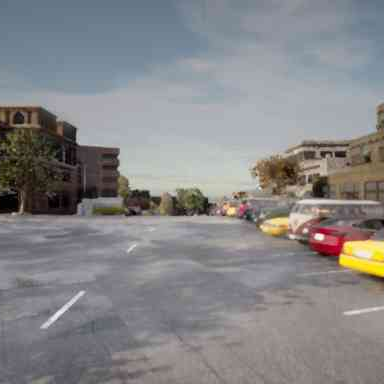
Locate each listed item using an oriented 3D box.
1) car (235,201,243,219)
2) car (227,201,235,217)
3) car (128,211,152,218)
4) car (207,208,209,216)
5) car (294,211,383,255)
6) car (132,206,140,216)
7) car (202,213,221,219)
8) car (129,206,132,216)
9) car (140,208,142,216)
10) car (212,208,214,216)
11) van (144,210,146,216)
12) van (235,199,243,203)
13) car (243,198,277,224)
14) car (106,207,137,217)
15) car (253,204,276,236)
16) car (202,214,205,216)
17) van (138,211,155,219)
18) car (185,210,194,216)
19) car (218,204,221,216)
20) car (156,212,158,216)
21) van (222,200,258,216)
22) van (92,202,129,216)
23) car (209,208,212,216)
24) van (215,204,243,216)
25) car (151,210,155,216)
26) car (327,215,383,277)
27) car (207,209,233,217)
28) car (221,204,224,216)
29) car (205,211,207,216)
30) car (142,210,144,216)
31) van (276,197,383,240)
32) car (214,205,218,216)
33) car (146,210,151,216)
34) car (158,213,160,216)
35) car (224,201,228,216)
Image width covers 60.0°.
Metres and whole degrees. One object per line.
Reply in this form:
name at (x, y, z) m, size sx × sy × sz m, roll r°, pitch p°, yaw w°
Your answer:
car at (6.370, 1.695, 26.580) m, size 4.892 × 1.521 × 2.231 m, roll 1°, pitch -2°, yaw -20°
car at (6.353, 1.862, 32.423) m, size 4.892 × 1.521 × 2.231 m, roll 2°, pitch -2°, yaw -20°
car at (-12.250, 5.317, 78.891) m, size 5.366 × 1.575 × 1.946 m, roll 1°, pitch -5°, yaw -21°
car at (5.961, 3.864, 64.588) m, size 4.553 × 1.767 × 2.185 m, roll 3°, pitch -5°, yaw -21°
car at (6.445, 1.585, 11.919) m, size 4.792 × 1.488 × 2.163 m, roll 1°, pitch -1°, yaw -20°
car at (-11.635, 2.785, 52.161) m, size 5.566 × 2.045 × 2.435 m, roll 1°, pitch -5°, yaw -21°
car at (5.413, 6.740, 93.789) m, size 5.008 × 1.535 × 2.097 m, roll 3°, pitch -7°, yaw -21°
car at (-11.650, 2.684, 49.139) m, size 4.553 × 1.767 × 2.185 m, roll 1°, pitch -4°, yaw -21°
car at (-11.725, 3.538, 58.088) m, size 4.674 × 1.452 × 2.002 m, roll 1°, pitch -5°, yaw -21°
car at (6.157, 3.097, 52.882) m, size 4.674 × 1.452 × 2.002 m, roll 2°, pitch -5°, yaw -21°
van at (-11.712, 3.765, 64.123) m, size 4.442 × 1.987 × 1.878 m, roll 1°, pitch -5°, yaw -21°
van at (6.475, 1.545, 29.549) m, size 4.442 × 1.987 × 1.878 m, roll 2°, pitch -2°, yaw -20°
car at (6.381, 1.357, 20.704) m, size 5.566 × 2.045 × 2.435 m, roll 1°, pitch -1°, yaw -20°
car at (-11.717, 3.292, 55.093) m, size 4.792 × 1.488 × 2.163 m, roll 1°, pitch -5°, yaw -21°
car at (6.237, 1.584, 17.711) m, size 5.366 × 1.575 × 1.946 m, roll 1°, pitch 0°, yaw -20°
car at (5.873, 4.507, 73.389) m, size 5.566 × 2.045 × 2.435 m, roll 3°, pitch -6°, yaw -21°
van at (-12.441, 6.275, 90.847) m, size 4.442 × 1.987 × 1.878 m, roll 1°, pitch -6°, yaw -21°
car at (-0.583, 4.852, 73.879) m, size 2.128 × 1.511 × 4.902 m, roll 0°, pitch -5°, yaw -1°
car at (6.286, 2.260, 41.190) m, size 5.008 × 1.535 × 2.097 m, roll 2°, pitch -4°, yaw -20°
car at (-12.226, 5.650, 84.925) m, size 5.566 × 2.045 × 2.435 m, roll 1°, pitch -6°, yaw -21°
van at (6.363, 2.213, 44.170) m, size 4.442 × 1.987 × 1.878 m, roll 2°, pitch -4°, yaw -20°
van at (-11.475, 2.373, 46.213) m, size 4.442 × 1.987 × 1.878 m, roll 1°, pitch -4°, yaw -21°
car at (6.083, 3.512, 58.737) m, size 5.008 × 1.535 × 2.097 m, roll 2°, pitch -5°, yaw -21°
van at (6.226, 3.061, 55.871) m, size 4.442 × 1.987 × 1.878 m, roll 2°, pitch -5°, yaw -21°
car at (-11.849, 5.044, 76.046) m, size 5.366 × 1.575 × 1.946 m, roll 1°, pitch -6°, yaw -21°
car at (6.595, 1.537, 9.036) m, size 5.366 × 1.575 × 1.946 m, roll 1°, pitch -1°, yaw -20°
car at (5.890, 4.494, 70.432) m, size 4.892 × 1.521 × 2.231 m, roll 3°, pitch -6°, yaw -21°
car at (6.310, 2.107, 38.266) m, size 4.892 × 1.521 × 2.231 m, roll 2°, pitch -3°, yaw -20°
car at (5.938, 4.241, 67.506) m, size 4.892 × 1.521 × 2.231 m, roll 3°, pitch -6°, yaw -21°
car at (-11.743, 3.616, 61.092) m, size 4.553 × 1.767 × 2.185 m, roll 1°, pitch -5°, yaw -21°
van at (6.310, 1.345, 14.797) m, size 4.442 × 1.987 × 1.878 m, roll 1°, pitch 0°, yaw -20°
car at (6.193, 2.878, 49.951) m, size 4.674 × 1.452 × 2.002 m, roll 2°, pitch -4°, yaw -21°
car at (-11.693, 4.245, 67.110) m, size 5.366 × 1.575 × 1.946 m, roll 1°, pitch -6°, yaw -21°
car at (-12.089, 6.200, 87.957) m, size 5.366 × 1.575 × 1.946 m, roll 1°, pitch -6°, yaw -21°
car at (6.498, 1.976, 35.415) m, size 5.366 × 1.575 × 1.946 m, roll 2°, pitch -3°, yaw -20°
